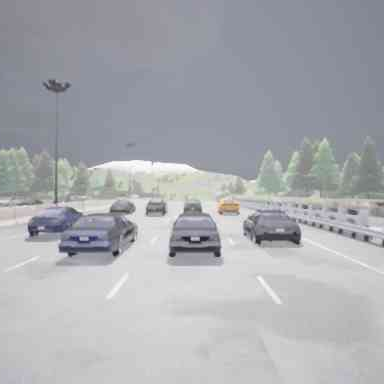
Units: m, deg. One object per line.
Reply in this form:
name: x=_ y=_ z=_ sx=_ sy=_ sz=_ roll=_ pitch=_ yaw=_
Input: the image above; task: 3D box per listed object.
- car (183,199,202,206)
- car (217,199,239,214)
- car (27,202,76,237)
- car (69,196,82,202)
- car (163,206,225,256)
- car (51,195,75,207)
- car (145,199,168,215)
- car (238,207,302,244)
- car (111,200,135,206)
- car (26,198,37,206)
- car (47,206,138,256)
car: x=0.081 y=1.444 z=33.851 sx=1.812 sy=1.442 sz=4.674 roll=0 pitch=0 yaw=0
car: x=3.595 y=1.395 z=33.700 sx=1.882 sy=1.535 sz=5.008 roll=0 pitch=0 yaw=0
car: x=-6.917 y=1.480 z=17.541 sx=1.812 sy=1.442 sz=4.674 roll=0 pitch=0 yaw=0
car: x=-17.576 y=1.515 z=50.992 sx=2.128 sy=1.511 sz=4.902 roll=0 pitch=-1 yaw=0
car: x=0.100 y=1.512 z=12.964 sx=2.033 sy=1.411 sz=5.357 roll=0 pitch=0 yaw=0
car: x=-21.055 y=1.419 z=54.445 sx=2.097 sy=1.767 sz=4.553 roll=0 pitch=-1 yaw=1
car: x=-3.404 y=1.412 z=32.733 sx=2.128 sy=1.511 sz=4.902 roll=0 pitch=0 yaw=0
car: x=3.598 y=1.520 z=15.578 sx=1.994 sy=1.385 sz=4.181 roll=0 pitch=0 yaw=0
car: x=-6.905 y=1.486 z=33.507 sx=1.994 sy=1.385 sz=4.181 roll=0 pitch=0 yaw=0
car: x=-24.567 y=1.591 z=51.140 sx=1.994 sy=1.385 sz=4.181 roll=0 pitch=-1 yaw=0
car: x=-3.401 y=1.513 z=12.988 sx=2.033 sy=1.411 sz=5.357 roll=0 pitch=0 yaw=0
